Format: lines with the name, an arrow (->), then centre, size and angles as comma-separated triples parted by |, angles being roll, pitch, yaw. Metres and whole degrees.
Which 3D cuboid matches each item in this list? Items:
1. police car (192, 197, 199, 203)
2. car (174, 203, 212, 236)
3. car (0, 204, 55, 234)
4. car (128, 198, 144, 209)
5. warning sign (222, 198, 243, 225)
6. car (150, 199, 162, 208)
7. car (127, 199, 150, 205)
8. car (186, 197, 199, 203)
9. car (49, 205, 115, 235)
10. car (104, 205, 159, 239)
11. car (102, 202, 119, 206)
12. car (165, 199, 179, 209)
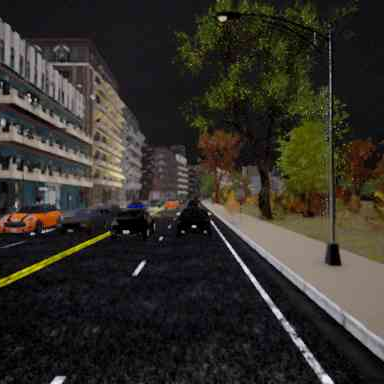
police car -> 1.057, 2.319, 93.762 | 1.930, 1.638, 5.238 | 0, -1, 0
car -> 0.119, 1.662, 19.758 | 1.882, 1.535, 5.008 | 0, -1, 0
car -> -9.831, 1.544, 20.619 | 2.097, 1.767, 4.553 | 0, -1, 0
car -> -9.699, 1.961, 57.938 | 2.097, 1.767, 4.553 | 0, -1, 0
warning sign -> 2.863, 1.336, 23.663 | 1.300, 1.860, 1.060 | -1, -1, 0
car -> -6.449, 1.959, 57.935 | 2.097, 1.767, 4.553 | 0, -1, 0
car -> -6.557, 1.844, 39.241 | 1.882, 1.535, 5.008 | 0, -1, 0
car -> 0.047, 2.005, 53.304 | 1.837, 1.490, 4.892 | 0, -1, 0
car -> -6.583, 1.740, 20.670 | 2.033, 1.411, 5.357 | 0, -1, 0
car -> -3.132, 1.675, 18.289 | 1.837, 1.490, 4.892 | 0, -1, 0
car -> -9.809, 1.916, 39.519 | 2.033, 1.411, 5.357 | 0, -1, 0
car -> -3.203, 1.855, 53.695 | 2.097, 1.767, 4.553 | 0, -1, 0
